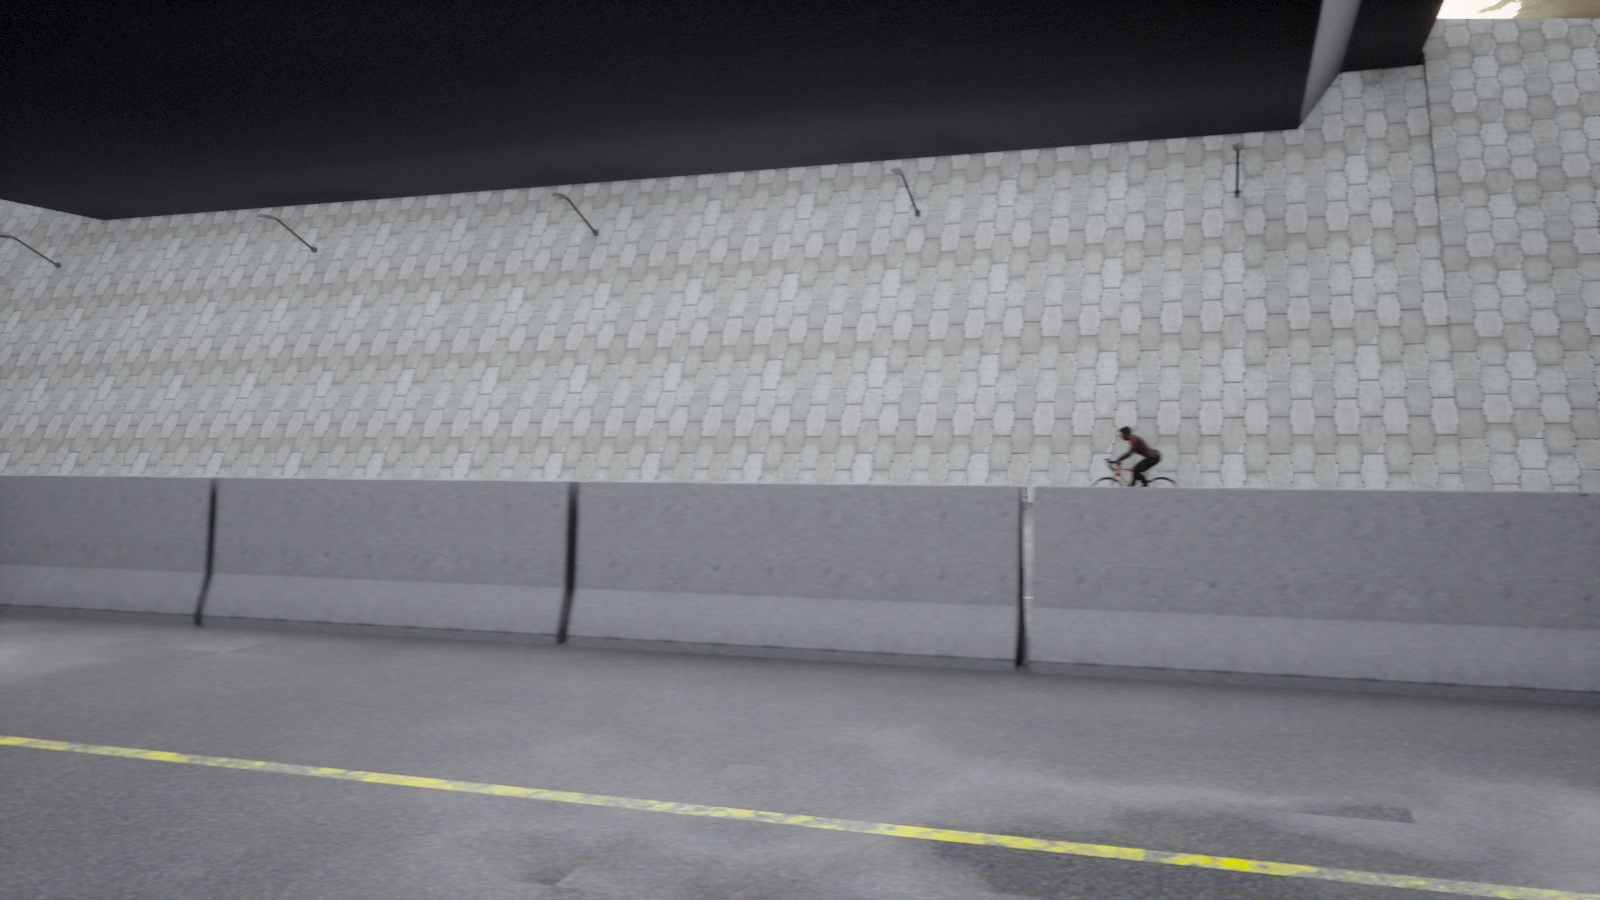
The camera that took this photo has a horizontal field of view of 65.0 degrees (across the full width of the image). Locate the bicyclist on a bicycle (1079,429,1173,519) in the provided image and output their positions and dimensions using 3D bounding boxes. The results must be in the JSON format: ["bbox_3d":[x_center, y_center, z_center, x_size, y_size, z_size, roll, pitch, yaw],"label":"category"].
[{"bbox_3d":[6.050,0.429,23.311,1.656,1.620,0.582,0,1,19],"label":"bicyclist on a bicycle"}]
